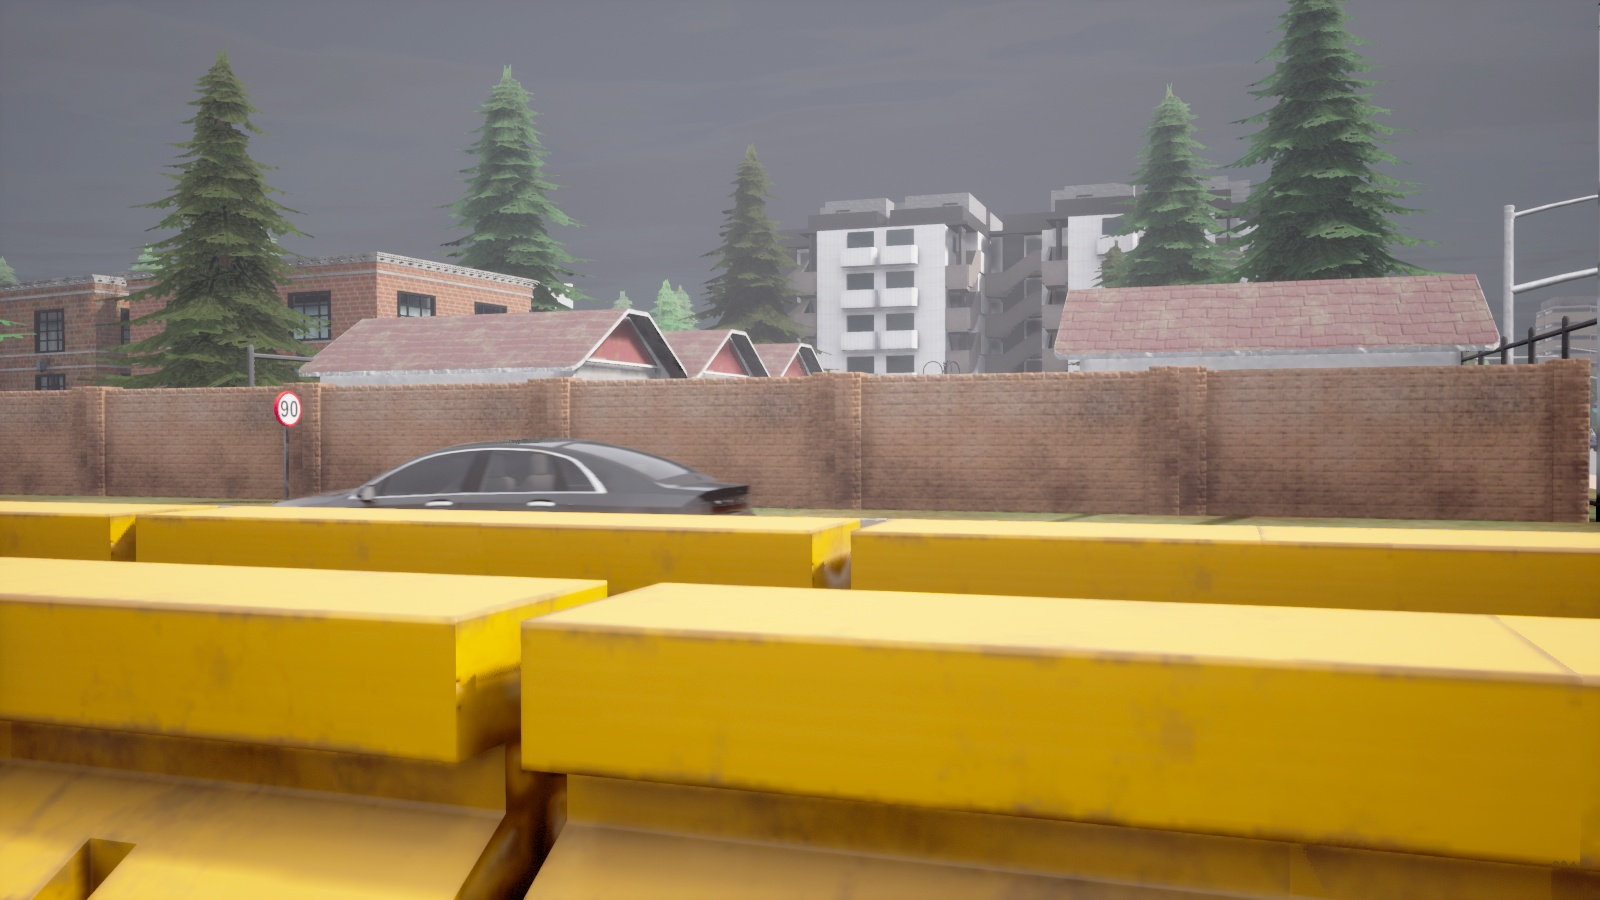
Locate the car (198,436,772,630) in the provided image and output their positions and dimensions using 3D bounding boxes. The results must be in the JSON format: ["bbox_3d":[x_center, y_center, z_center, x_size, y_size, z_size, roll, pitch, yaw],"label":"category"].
[{"bbox_3d":[-2.875,0.636,11.543,4.892,1.490,1.837,1,1,19],"label":"car"}]

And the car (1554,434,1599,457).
[{"bbox_3d":[50.429,-0.323,81.439,1.970,1.475,3.806,1,1,20],"label":"car"}]
